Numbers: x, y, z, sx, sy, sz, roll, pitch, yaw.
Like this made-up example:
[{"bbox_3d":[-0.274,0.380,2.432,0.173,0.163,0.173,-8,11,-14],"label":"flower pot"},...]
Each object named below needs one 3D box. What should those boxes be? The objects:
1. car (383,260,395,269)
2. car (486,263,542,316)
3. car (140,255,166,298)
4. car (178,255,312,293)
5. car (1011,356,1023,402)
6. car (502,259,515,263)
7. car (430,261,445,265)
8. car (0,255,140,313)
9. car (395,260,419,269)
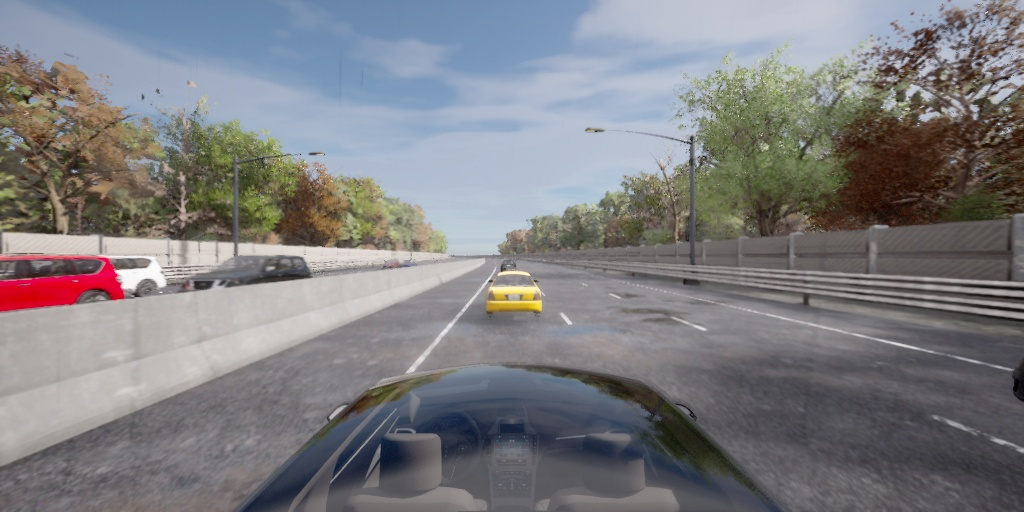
[{"bbox_3d":[-18.399,1.292,55.325,1.812,1.442,4.674,0,0,-1],"label":"car"},{"bbox_3d":[0.049,1.211,13.238,1.801,1.575,5.366,0,0,0],"label":"car"},{"bbox_3d":[-17.662,0.979,14.802,2.150,2.045,5.566,0,0,0],"label":"car"},{"bbox_3d":[-10.662,0.978,15.001,2.150,2.045,5.566,0,0,0],"label":"car"},{"bbox_3d":[7.093,1.252,2.321,1.837,1.490,4.892,0,0,0],"label":"car"},{"bbox_3d":[-0.446,1.197,44.683,2.033,1.649,4.856,0,0,-1],"label":"car"},{"bbox_3d":[-11.407,1.370,55.619,1.895,1.301,4.718,0,0,-1],"label":"car"},{"bbox_3d":[-14.129,0.977,9.721,2.150,2.045,5.566,0,0,0],"label":"car"},{"bbox_3d":[-14.801,1.367,51.487,1.895,1.301,4.718,0,0,-1],"label":"car"}]
